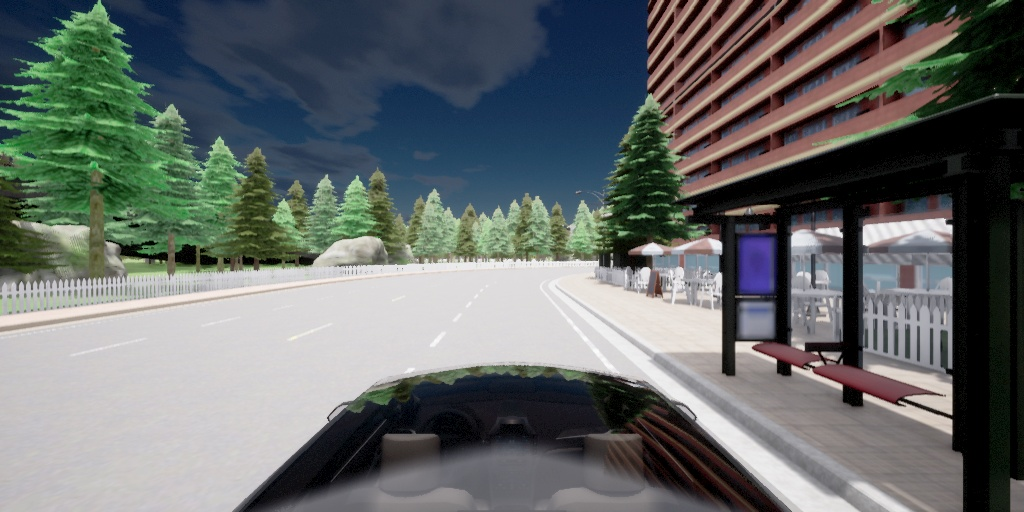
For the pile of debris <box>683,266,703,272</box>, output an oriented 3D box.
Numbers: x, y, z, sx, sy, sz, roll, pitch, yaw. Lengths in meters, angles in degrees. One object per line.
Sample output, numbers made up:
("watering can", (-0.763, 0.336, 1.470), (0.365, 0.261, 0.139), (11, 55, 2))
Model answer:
("pile of debris", (27.904, 1.910, 54.940), (1.860, 0.140, 1.500), (0, 0, -12))
